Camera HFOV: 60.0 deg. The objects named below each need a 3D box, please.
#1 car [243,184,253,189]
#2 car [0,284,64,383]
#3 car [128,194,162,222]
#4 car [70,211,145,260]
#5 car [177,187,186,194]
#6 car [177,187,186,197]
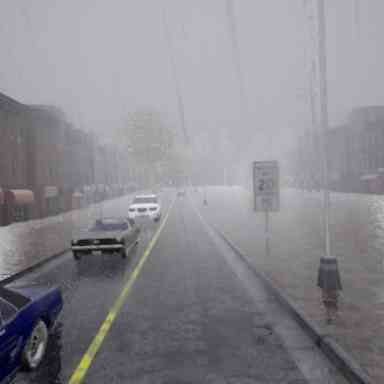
[{"bbox_3d":[15.786,-1.440,92.032,1.802,1.307,4.206,-1,1,-2],"label":"car"},{"bbox_3d":[-2.876,1.691,2.974,1.895,1.301,4.718,-2,0,-2],"label":"car"},{"bbox_3d":[-3.639,1.245,26.429,2.150,2.045,5.566,-2,0,-2],"label":"car"},{"bbox_3d":[-3.205,1.689,13.138,1.895,1.301,4.718,-2,0,-2],"label":"car"},{"bbox_3d":[-2.739,-0.389,84.517,2.097,1.767,4.553,-2,2,-2],"label":"car"},{"bbox_3d":[-2.385,0.242,74.268,1.812,1.442,4.674,-2,2,-2],"label":"car"}]
